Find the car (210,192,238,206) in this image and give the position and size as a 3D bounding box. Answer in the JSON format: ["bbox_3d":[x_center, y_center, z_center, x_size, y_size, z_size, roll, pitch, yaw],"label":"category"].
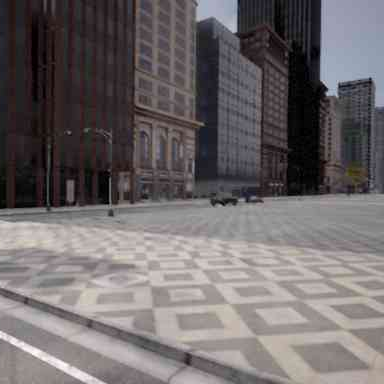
[{"bbox_3d":[4.811,1.061,49.916,2.150,2.045,5.566,1,1,36],"label":"car"}]

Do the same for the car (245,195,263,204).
[{"bbox_3d":[10.929,1.322,58.650,1.812,1.442,4.674,1,1,35],"label":"car"}]
